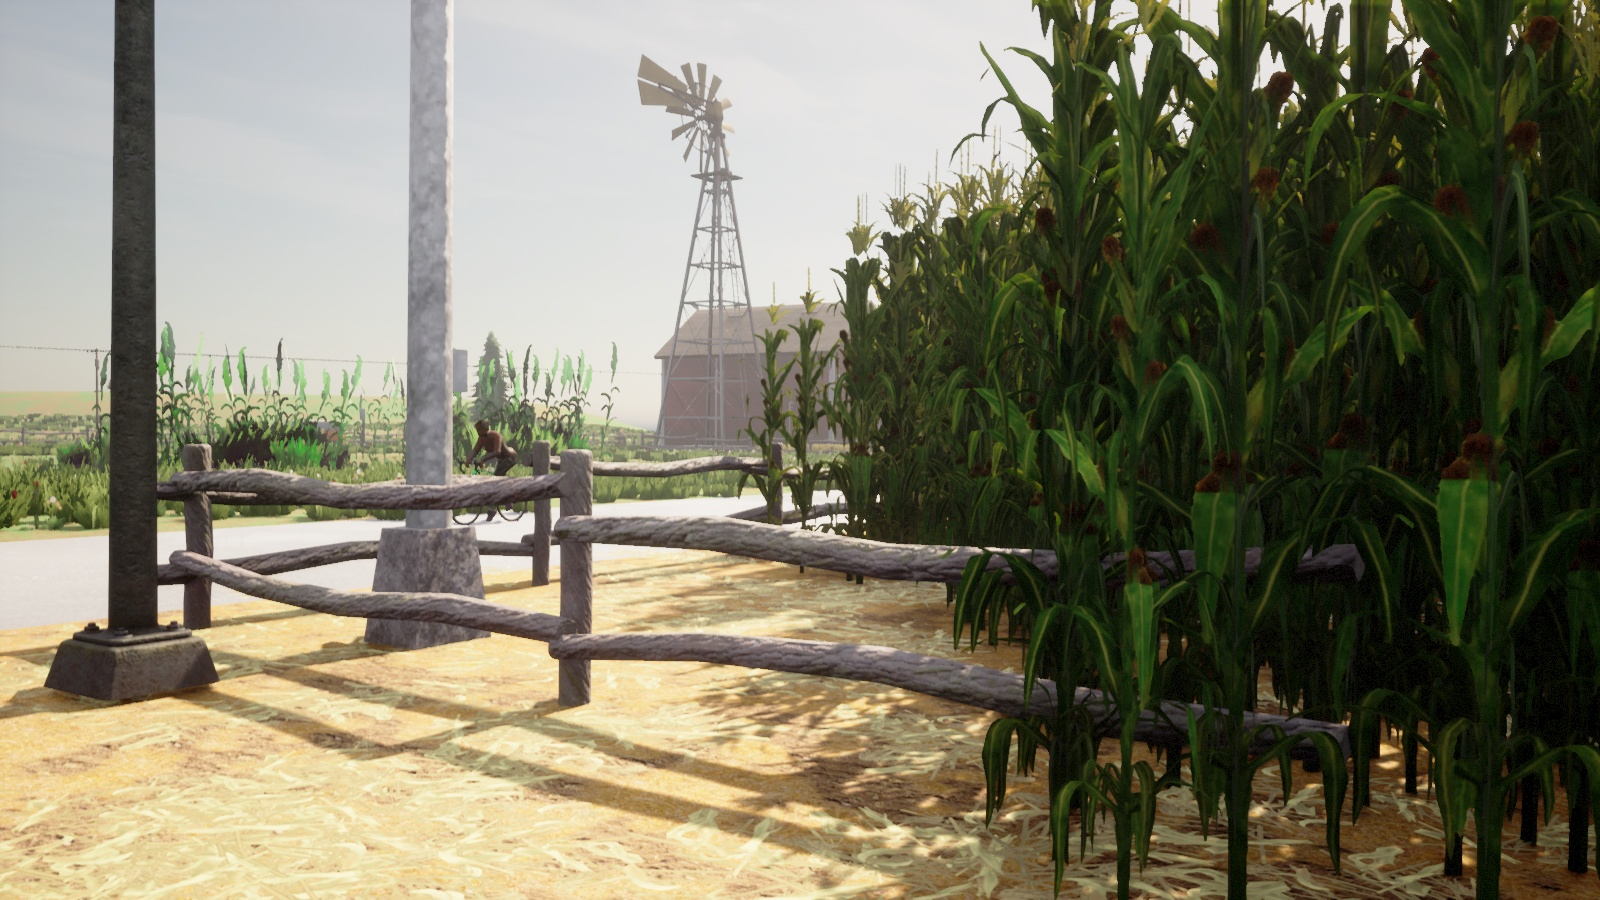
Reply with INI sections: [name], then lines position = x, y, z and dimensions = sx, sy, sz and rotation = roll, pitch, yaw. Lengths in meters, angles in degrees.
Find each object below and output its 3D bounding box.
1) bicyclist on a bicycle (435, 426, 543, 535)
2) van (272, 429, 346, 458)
[bicyclist on a bicycle]
position = -4.840, 0.445, 19.617
dimensions = 0.582, 1.620, 1.656
rotation = 0, 1, 33
[van]
position = -33.960, -0.476, 86.950
dimensions = 1.775, 1.987, 4.442
rotation = 0, 1, 39
